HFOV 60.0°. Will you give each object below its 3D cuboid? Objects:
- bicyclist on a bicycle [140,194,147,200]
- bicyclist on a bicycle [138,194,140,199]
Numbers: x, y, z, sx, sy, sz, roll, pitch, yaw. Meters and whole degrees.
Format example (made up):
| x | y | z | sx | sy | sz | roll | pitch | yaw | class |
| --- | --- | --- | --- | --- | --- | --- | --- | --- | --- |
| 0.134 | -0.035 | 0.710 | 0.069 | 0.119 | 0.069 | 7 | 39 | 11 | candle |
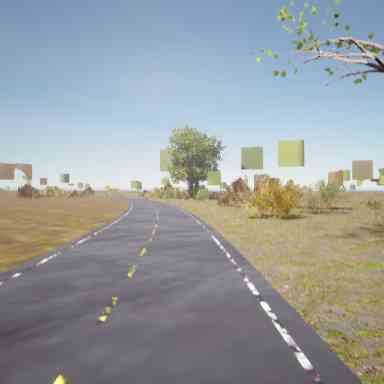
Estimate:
| x | y | z | sx | sy | sz | roll | pitch | yaw | class |
| --- | --- | --- | --- | --- | --- | --- | --- | --- | --- |
| -11.980 | 1.345 | 84.874 | 0.866 | 1.612 | 1.509 | 2 | 1 | -17 | bicyclist on a bicycle |
| -14.827 | 1.318 | 93.503 | 0.582 | 1.620 | 1.656 | -2 | 0 | -19 | bicyclist on a bicycle |
